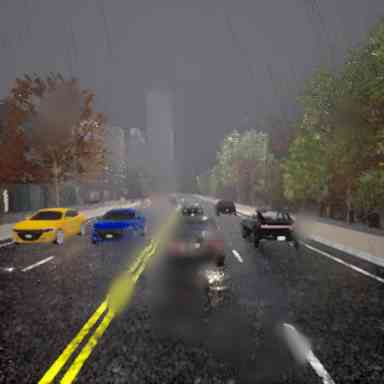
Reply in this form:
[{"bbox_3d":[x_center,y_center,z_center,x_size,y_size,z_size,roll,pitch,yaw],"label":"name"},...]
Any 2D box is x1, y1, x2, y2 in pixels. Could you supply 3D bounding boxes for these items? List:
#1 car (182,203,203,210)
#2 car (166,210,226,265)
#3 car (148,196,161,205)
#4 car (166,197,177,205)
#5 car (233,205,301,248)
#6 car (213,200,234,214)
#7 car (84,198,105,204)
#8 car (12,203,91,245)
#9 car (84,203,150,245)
[{"bbox_3d":[0.023,1.680,30.586,1.895,1.301,4.718,0,0,-1],"label":"car"},{"bbox_3d":[0.105,1.578,11.777,2.033,1.411,5.357,0,0,0],"label":"car"},{"bbox_3d":[-7.082,1.520,62.759,2.097,1.767,4.553,0,0,-1],"label":"car"},{"bbox_3d":[-3.832,1.716,62.781,2.033,1.411,5.357,0,0,-1],"label":"car"},{"bbox_3d":[3.356,1.530,14.898,2.128,1.511,4.902,0,0,0],"label":"car"},{"bbox_3d":[3.232,1.563,33.326,1.882,1.535,5.008,0,0,-1],"label":"car"},{"bbox_3d":[-20.664,2.005,70.571,4.313,1.339,1.947,-1,1,-1],"label":"car"},{"bbox_3d":[-6.597,1.519,15.913,1.882,1.535,5.008,0,0,0],"label":"car"},{"bbox_3d":[-3.347,1.519,15.969,1.882,1.535,5.008,0,0,0],"label":"car"}]
